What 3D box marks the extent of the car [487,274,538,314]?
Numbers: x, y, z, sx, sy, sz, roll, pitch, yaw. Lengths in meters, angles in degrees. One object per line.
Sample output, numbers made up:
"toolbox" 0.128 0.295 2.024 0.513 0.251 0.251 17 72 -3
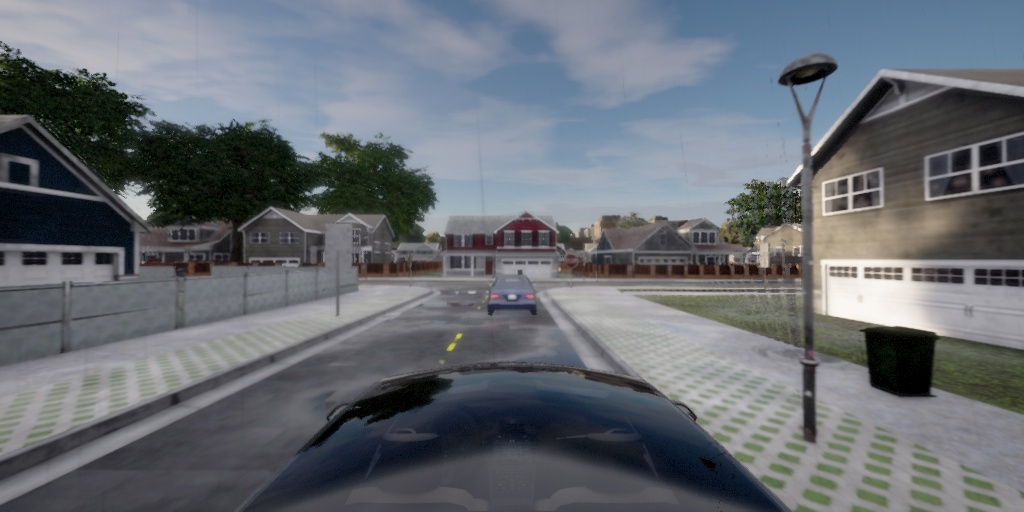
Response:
"car" 0.018 1.428 14.388 2.033 1.411 5.357 0 -1 0
